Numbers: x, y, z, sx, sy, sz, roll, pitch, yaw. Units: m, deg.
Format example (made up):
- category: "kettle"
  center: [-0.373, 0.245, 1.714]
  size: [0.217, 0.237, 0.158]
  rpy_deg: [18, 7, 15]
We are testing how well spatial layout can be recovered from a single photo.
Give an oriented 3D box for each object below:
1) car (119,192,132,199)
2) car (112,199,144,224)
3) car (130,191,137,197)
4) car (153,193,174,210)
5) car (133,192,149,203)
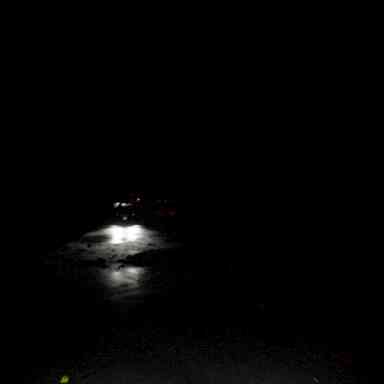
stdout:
- category: "car"
  center: [-13.201, 1.274, 64.953]
  size: [1.895, 1.301, 4.718]
  rpy_deg: [-1, 1, -13]
- category: "car"
  center: [-5.032, 1.578, 25.717]
  size: [2.128, 1.511, 4.902]
  rpy_deg: [-1, 0, -8]
- category: "car"
  center: [-13.829, 0.584, 78.252]
  size: [2.097, 1.767, 4.553]
  rpy_deg: [-2, 2, -21]
- category: "car"
  center: [-3.676, 1.152, 42.061]
  size: [2.150, 2.045, 5.566]
  rpy_deg: [-1, 1, -12]
- category: "car"
  center: [-8.919, 1.274, 59.919]
  size: [2.033, 1.411, 5.357]
  rpy_deg: [-1, 1, -13]
